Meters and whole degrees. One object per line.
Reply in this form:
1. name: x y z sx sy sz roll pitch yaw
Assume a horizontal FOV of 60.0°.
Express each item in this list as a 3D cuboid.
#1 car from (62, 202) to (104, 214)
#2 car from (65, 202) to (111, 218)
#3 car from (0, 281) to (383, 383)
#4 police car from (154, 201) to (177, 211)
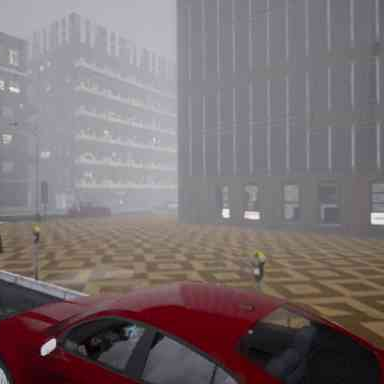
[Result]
1. car: -13.449 1.934 41.401 1.752 1.417 4.829 -2 -2 35
2. car: -9.788 1.699 32.147 1.967 1.590 4.097 -2 -2 35
3. car: -0.186 1.541 3.016 4.507 1.381 1.887 0 0 35
4. police car: -3.799 2.095 50.513 2.038 1.542 4.974 -1 -1 35
